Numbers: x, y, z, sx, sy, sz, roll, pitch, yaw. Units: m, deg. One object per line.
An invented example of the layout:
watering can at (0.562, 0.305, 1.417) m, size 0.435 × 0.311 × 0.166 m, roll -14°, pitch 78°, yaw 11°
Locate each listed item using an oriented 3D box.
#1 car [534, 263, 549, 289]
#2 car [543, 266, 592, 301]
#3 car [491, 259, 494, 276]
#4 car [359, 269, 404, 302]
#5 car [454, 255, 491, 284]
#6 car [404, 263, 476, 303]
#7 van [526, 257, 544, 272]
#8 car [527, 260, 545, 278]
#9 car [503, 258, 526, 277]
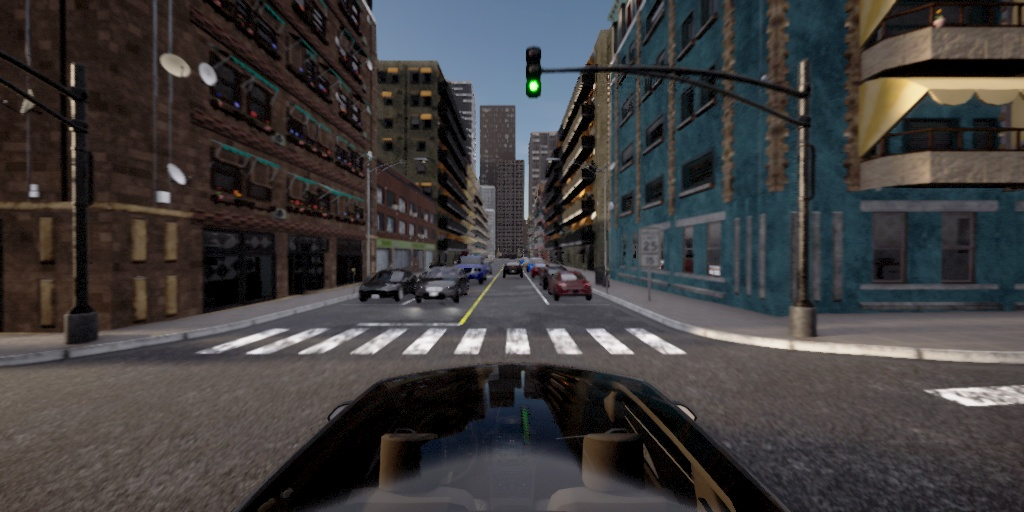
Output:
car at (2.682, 1.317, 22.650) m, size 1.948 × 1.339 × 4.313 m, roll 0°, pitch 0°, yaw 0°
car at (2.684, 1.333, 17.127) m, size 1.802 × 1.307 × 4.207 m, roll 0°, pitch 0°, yaw 0°
car at (-3.090, 1.320, 37.772) m, size 1.994 × 1.385 × 4.181 m, roll 0°, pitch 0°, yaw 0°
car at (-5.697, 1.316, 17.136) m, size 1.948 × 1.339 × 4.313 m, roll 0°, pitch 0°, yaw 0°
car at (-3.092, 0.974, 27.357) m, size 2.150 × 2.045 × 5.566 m, roll 0°, pitch 0°, yaw 0°
car at (-3.096, 1.242, 16.662) m, size 2.128 × 1.511 × 4.902 m, roll 0°, pitch 0°, yaw 0°
van at (2.677, 1.098, 39.220) m, size 1.690 × 1.789 × 3.998 m, roll 0°, pitch 0°, yaw 0°
car at (2.679, 1.300, 33.697) m, size 1.888 × 1.381 × 4.507 m, roll 0°, pitch 0°, yaw 0°
car at (0.090, 1.233, 35.256) m, size 1.882 × 1.535 × 5.008 m, roll 0°, pitch 0°, yaw 0°
